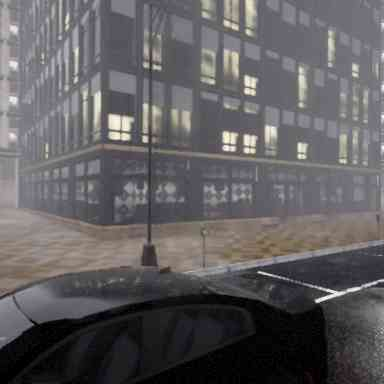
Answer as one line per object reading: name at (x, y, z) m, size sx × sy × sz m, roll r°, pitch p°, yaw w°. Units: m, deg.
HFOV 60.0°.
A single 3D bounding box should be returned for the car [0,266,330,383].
car at (-0.932, 1.482, 2.712) m, size 5.008 × 1.535 × 1.882 m, roll 0°, pitch 0°, yaw -35°
